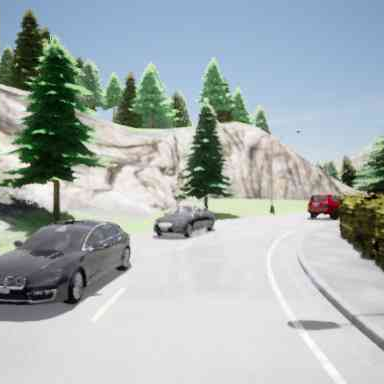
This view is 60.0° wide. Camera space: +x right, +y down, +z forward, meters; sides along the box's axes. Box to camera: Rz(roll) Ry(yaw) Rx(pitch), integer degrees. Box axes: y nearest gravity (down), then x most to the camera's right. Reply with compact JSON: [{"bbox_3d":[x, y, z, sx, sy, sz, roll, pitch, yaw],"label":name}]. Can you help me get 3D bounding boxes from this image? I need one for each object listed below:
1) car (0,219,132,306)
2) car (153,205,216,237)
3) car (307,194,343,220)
[{"bbox_3d":[-2.959,1.496,8.270,1.837,1.490,4.892,0,0,8],"label":"car"},{"bbox_3d":[-0.267,1.471,17.934,2.128,1.511,4.902,0,0,25],"label":"car"},{"bbox_3d":[12.096,1.187,28.174,5.566,2.045,2.150,0,0,-35],"label":"car"}]
